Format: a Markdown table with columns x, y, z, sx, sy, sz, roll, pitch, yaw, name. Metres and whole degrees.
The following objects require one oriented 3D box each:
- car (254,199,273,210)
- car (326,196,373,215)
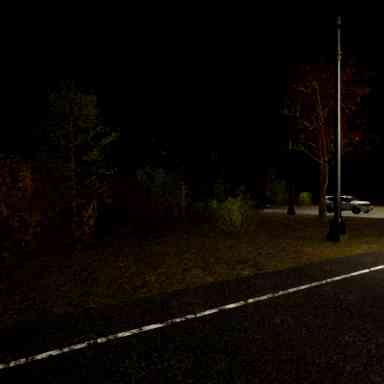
| x | y | z | sx | sy | sz | roll | pitch | yaw | name |
| --- | --- | --- | --- | --- | --- | --- | --- | --- | --- |
| 10.469 | 1.936 | 51.682 | 1.837 | 1.490 | 4.892 | -2 | 0 | -31 | car |
| 18.055 | 1.474 | 38.843 | 2.150 | 2.045 | 5.566 | -2 | 0 | -32 | car |
